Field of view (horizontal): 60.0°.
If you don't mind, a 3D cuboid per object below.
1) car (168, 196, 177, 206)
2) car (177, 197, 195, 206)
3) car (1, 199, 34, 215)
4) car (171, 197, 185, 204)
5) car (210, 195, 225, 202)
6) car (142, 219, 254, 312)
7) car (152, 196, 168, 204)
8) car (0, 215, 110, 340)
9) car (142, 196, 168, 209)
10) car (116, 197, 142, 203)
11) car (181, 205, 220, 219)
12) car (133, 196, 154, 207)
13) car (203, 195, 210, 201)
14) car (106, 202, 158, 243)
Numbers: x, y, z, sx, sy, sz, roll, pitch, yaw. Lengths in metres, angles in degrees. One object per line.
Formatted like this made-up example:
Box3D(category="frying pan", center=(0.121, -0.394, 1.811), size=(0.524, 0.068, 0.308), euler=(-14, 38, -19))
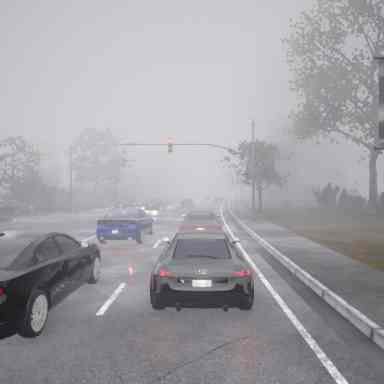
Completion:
Box3D(category="car", center=(-3.909, 1.505, 54.826), size=(1.837, 1.490, 4.892), euler=(0, 0, 7))
Box3D(category="car", center=(-0.626, 1.505, 50.531), size=(1.837, 1.490, 4.892), euler=(0, 0, 5))
Box3D(category="car", center=(-18.306, 1.493, 33.218), size=(4.902, 1.511, 2.128), euler=(0, 0, 5))
Box3D(category="car", center=(-2.612, 1.601, 65.075), size=(1.895, 1.301, 4.718), euler=(0, 0, 8))
Box3D(category="car", center=(5.813, 1.472, 74.296), size=(1.882, 1.535, 5.008), euler=(0, 0, 9))
Box3D(category="car", center=(0.216, 1.564, 7.818), size=(1.994, 1.385, 4.181), euler=(0, 0, 1))
Box3D(category="car", center=(-6.192, 1.564, 64.670), size=(1.994, 1.385, 4.181), euler=(0, 0, 9))
Box3D(category="car", center=(-3.303, 1.478, 6.655), size=(1.882, 1.535, 5.008), euler=(0, 0, 1))
Box3D(category="car", center=(-4.960, 1.491, 44.558), size=(2.128, 1.511, 4.902), euler=(0, 0, 5))
Box3D(category="car", center=(-8.572, 1.491, 43.477), size=(2.128, 1.511, 4.902), euler=(0, 0, 5))
Box3D(category="car", center=(0.440, 1.564, 16.218), size=(1.994, 1.385, 4.181), euler=(0, 0, 2))
Box3D(category="car", center=(-7.667, 1.491, 52.660), size=(2.128, 1.511, 4.902), euler=(0, 0, 6))
Box3D(category="car", center=(3.974, 1.478, 84.654), size=(1.882, 1.535, 5.008), euler=(0, 0, 10))
Box3D(category="car", center=(-3.068, 1.478, 16.054), size=(1.882, 1.535, 5.008), euler=(0, 0, 2))
